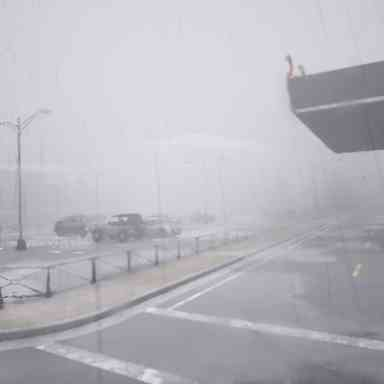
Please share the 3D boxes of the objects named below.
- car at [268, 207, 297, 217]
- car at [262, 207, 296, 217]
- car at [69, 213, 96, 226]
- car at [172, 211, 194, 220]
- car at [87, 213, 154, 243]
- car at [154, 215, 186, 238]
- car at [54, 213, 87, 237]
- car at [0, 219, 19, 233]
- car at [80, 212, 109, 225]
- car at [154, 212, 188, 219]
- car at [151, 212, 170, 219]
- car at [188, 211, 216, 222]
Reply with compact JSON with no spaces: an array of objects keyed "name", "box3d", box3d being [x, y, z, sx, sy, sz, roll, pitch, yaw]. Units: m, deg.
[{"name":"car","box3d":[15.794,3.463,58.002,4.514,1.523,2.007,-4,-3,30]},{"name":"car","box3d":[14.273,3.390,55.259,5.027,1.636,2.152,-4,-3,30]},{"name":"car","box3d":[-17.244,4.300,52.207,3.866,1.878,1.905,-4,-3,30]},{"name":"car","box3d":[-1.806,4.545,64.670,3.806,1.475,1.970,-4,-3,30]},{"name":"car","box3d":[-4.986,2.441,22.995,3.866,1.878,1.905,-4,-3,30]},{"name":"car","box3d":[-2.785,2.753,25.557,3.806,1.475,1.970,-4,-3,30]},{"name":"car","box3d":[-10.153,2.988,29.755,4.605,1.855,1.932,-4,-3,30]},{"name":"car","box3d":[-23.629,4.129,41.120,5.027,1.636,2.152,-4,-3,30]},{"name":"car","box3d":[-16.149,4.401,54.928,4.605,1.855,1.932,-4,-3,30]},{"name":"car","box3d":[-3.310,3.388,40.182,4.514,1.523,2.007,-4,-3,30]},{"name":"car","box3d":[-6.741,5.029,70.944,3.633,1.501,1.845,-4,-3,30]},{"name":"car","box3d":[1.716,3.601,48.816,3.633,1.501,1.845,-4,-3,30]}]
